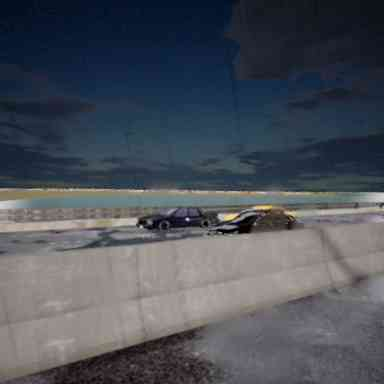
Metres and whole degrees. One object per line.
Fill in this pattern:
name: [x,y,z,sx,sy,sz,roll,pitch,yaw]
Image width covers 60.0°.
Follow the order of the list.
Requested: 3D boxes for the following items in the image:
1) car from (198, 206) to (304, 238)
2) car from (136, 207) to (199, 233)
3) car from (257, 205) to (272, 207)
car: [2.891,1.580,14.601,4.892,1.490,1.837,0,0,-35]
car: [-0.722,1.625,20.621,5.357,1.411,2.033,1,0,-35]
car: [4.148,1.580,19.765,5.008,1.535,1.882,1,0,-35]
